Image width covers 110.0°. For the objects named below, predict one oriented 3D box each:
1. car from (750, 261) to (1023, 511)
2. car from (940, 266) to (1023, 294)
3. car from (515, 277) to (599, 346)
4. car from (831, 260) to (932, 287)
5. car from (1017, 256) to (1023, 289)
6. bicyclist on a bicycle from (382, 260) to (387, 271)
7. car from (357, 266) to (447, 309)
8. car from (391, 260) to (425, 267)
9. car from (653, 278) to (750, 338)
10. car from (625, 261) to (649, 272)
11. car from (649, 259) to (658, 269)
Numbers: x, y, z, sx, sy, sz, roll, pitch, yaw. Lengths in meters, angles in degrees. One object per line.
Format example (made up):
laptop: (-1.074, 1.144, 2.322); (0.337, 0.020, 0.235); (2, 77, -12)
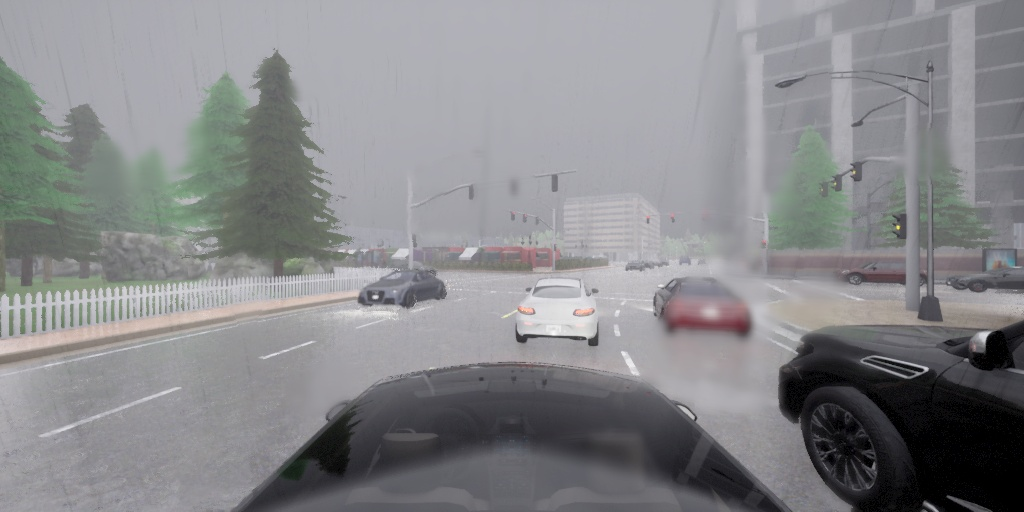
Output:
car: (3.736, 0.971, 1.168); (2.150, 2.045, 5.566); (0, 0, 0)
car: (27.983, 1.331, 20.154); (4.674, 1.442, 1.812); (0, 0, 29)
car: (1.267, 1.276, 9.387); (1.812, 1.442, 4.674); (0, 0, 11)
car: (25.891, 1.157, 25.386); (4.553, 1.767, 2.097); (0, 0, 29)
car: (34.233, 1.026, 20.663); (5.566, 2.045, 2.150); (0, 0, 30)
bicyclist on a bicycle: (-15.776, 1.257, 44.233); (0.582, 1.620, 1.656); (0, 0, -23)
car: (-4.423, 1.313, 15.003); (1.994, 1.385, 4.181); (0, 0, 17)
car: (-9.050, 1.158, 32.851); (4.553, 1.767, 2.097); (0, 0, 30)
car: (5.287, 1.314, 10.398); (1.994, 1.385, 4.181); (0, 0, 17)
car: (16.436, 1.313, 47.656); (1.994, 1.385, 4.181); (0, 0, 29)
car: (20.756, 1.349, 55.397); (1.895, 1.301, 4.718); (0, 0, 29)
